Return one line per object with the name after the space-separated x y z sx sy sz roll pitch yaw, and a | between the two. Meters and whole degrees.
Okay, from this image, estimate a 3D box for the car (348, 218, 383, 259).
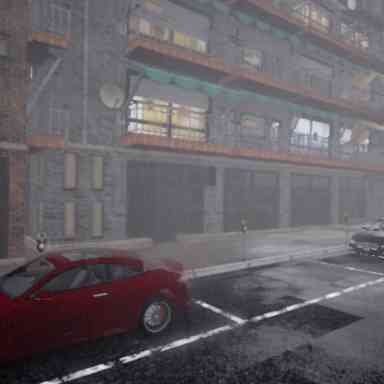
7.265 1.580 11.724 4.403 1.369 2.008 0 1 -35 | car

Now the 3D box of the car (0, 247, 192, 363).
-1.939 1.585 5.163 4.206 1.307 1.802 0 1 -35 | car
